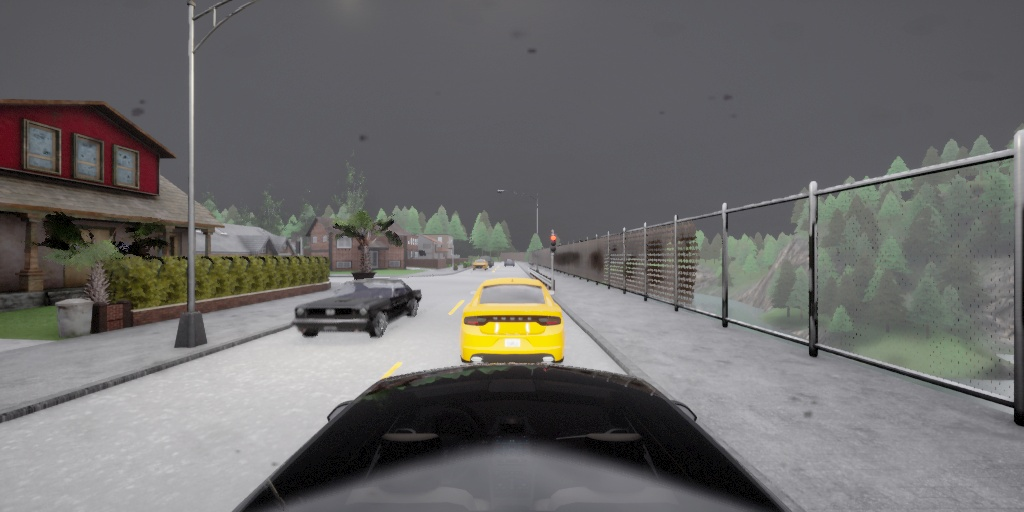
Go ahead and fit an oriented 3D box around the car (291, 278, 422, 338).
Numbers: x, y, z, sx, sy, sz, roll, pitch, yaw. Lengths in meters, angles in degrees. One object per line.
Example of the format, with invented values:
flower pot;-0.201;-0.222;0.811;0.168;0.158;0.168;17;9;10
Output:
car;-4.089;1.351;10.319;1.895;1.301;4.718;0;0;1

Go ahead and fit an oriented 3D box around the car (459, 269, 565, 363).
car;0.006;1.228;8.171;1.882;1.535;5.008;0;0;0

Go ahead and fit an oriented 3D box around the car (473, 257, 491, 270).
car;-4.517;1.228;51.430;1.882;1.535;5.008;0;0;0

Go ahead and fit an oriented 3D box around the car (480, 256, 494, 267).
car;-4.582;0.971;61.373;2.150;2.045;5.566;0;0;0
